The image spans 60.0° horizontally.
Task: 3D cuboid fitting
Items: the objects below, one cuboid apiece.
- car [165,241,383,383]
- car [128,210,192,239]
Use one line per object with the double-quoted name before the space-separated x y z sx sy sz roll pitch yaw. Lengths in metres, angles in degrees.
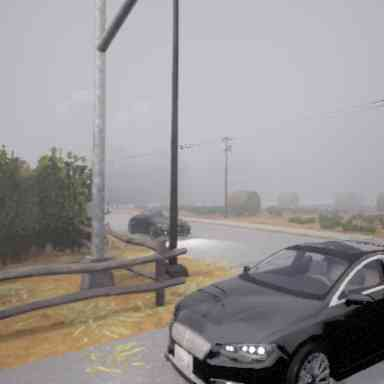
"car" 1.991 1.541 4.871 4.902 1.511 2.128 1 -1 -32
"car" -1.809 1.659 17.963 1.994 1.385 4.181 1 0 -35
